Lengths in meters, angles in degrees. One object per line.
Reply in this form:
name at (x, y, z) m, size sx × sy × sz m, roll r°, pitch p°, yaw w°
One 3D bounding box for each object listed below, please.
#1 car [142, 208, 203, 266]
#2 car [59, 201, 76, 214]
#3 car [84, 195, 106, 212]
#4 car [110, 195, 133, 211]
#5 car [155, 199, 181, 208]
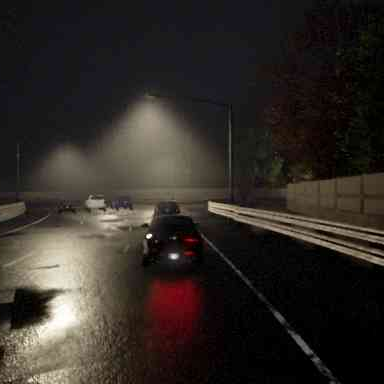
car at (-0.703, 1.550, 11.729) m, size 1.837 × 1.490 × 4.892 m, roll 0°, pitch 0°, yaw -5°
car at (-14.605, 1.746, 38.849) m, size 2.033 × 1.411 × 5.357 m, roll 0°, pitch 0°, yaw -22°
car at (-12.535, 1.426, 42.876) m, size 2.150 × 2.045 × 5.566 m, roll 0°, pitch 0°, yaw -23°
car at (-9.483, 1.419, 44.650) m, size 2.150 × 2.045 × 5.566 m, roll 0°, pitch 0°, yaw -23°
car at (-2.028, 1.459, 27.844) m, size 2.097 × 1.767 × 4.553 m, roll 0°, pitch 0°, yaw -3°
